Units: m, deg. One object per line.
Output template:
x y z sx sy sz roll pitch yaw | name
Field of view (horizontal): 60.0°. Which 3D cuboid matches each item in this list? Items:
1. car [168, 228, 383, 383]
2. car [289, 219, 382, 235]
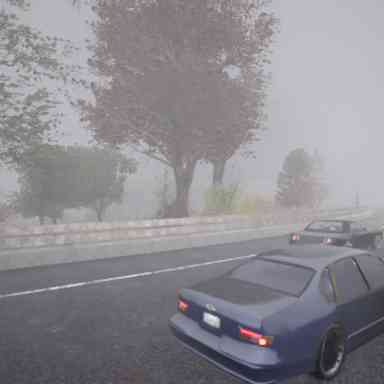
2.199 1.610 5.564 5.357 1.411 2.033 1 -1 -38 | car
5.967 1.755 13.422 4.718 1.301 1.895 1 -1 -42 | car
